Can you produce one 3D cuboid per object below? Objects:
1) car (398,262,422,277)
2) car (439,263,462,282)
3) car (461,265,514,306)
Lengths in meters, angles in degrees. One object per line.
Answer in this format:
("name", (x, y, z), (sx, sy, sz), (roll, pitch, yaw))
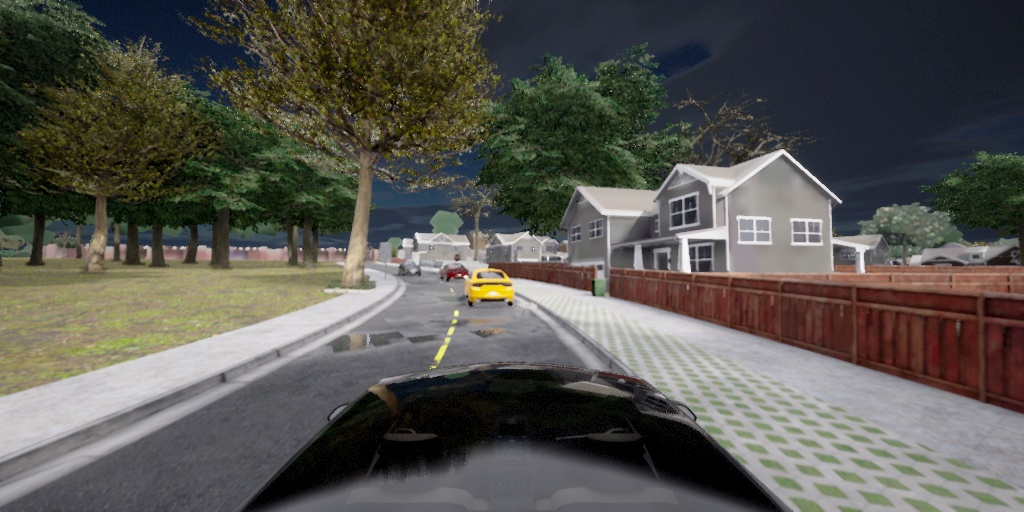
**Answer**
("car", (-10.743, 1.337, 37.540), (2.128, 1.511, 4.902), (1, 0, -25))
("car", (-5.095, 1.378, 31.271), (1.882, 1.535, 5.008), (1, 0, -20))
("car", (-1.162, 1.323, 16.535), (1.882, 1.535, 5.008), (0, 0, -10))
